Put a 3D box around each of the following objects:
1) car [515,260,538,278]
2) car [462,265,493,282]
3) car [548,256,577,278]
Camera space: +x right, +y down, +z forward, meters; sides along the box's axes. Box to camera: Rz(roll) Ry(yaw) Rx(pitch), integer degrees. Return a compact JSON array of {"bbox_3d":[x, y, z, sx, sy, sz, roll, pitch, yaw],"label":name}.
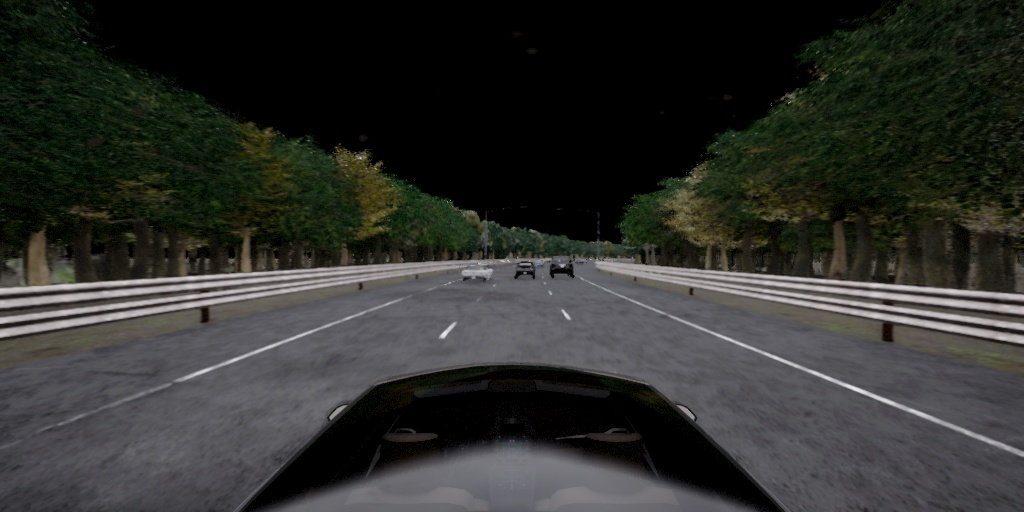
[{"bbox_3d":[1.327,1.286,34.067,1.837,1.490,4.892,0,0,4],"label":"car"},{"bbox_3d":[-2.743,1.352,29.440,1.895,1.301,4.718,0,0,4],"label":"car"},{"bbox_3d":[4.769,1.024,34.928,2.150,2.045,5.566,0,0,5],"label":"car"}]
